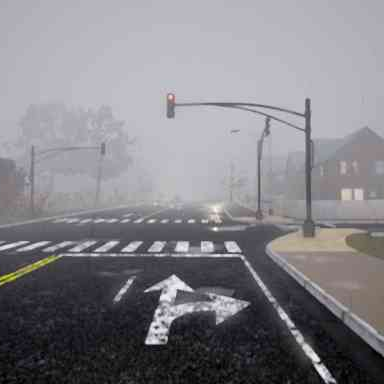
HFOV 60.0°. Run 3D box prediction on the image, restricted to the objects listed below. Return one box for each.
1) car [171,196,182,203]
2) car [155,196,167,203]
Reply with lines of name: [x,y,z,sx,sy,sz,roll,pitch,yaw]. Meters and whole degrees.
car: [-3.068,1.538,68.063,1.812,1.442,4.674,0,0,5]
car: [-6.303,1.499,68.382,1.882,1.535,5.008,0,0,5]
